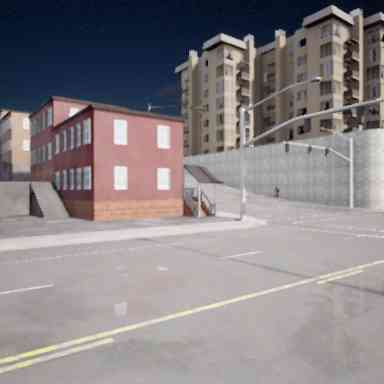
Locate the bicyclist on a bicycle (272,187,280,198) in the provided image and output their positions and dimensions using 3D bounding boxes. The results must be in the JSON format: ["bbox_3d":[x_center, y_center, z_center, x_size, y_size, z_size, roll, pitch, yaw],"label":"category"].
[{"bbox_3d":[11.585,0.069,45.562,1.656,1.620,0.582,-1,7,-35],"label":"bicyclist on a bicycle"}]
